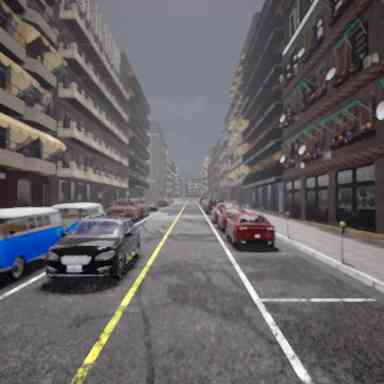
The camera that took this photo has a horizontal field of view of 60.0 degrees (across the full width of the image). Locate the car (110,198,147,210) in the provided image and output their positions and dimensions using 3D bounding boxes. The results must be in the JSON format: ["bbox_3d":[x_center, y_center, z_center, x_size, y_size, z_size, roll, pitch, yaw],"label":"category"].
[{"bbox_3d":[-5.290,1.455,26.489,2.192,1.841,5.009,1,0,0],"label":"car"}]

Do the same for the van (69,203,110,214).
[{"bbox_3d":[-5.291,1.418,15.429,1.690,1.788,3.998,1,0,0],"label":"van"}]

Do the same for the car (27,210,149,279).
[{"bbox_3d":[-2.751,1.540,10.246,2.128,1.511,4.902,0,0,0],"label":"car"}]

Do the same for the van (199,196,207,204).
[{"bbox_3d":[2.555,1.845,76.210,1.690,1.788,3.998,1,-1,0],"label":"van"}]

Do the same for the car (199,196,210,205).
[{"bbox_3d":[2.556,1.771,70.678,2.192,1.841,5.009,1,0,0],"label":"car"}]

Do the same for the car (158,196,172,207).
[{"bbox_3d":[-5.290,1.681,59.671,2.192,1.841,5.009,1,0,0],"label":"car"}]

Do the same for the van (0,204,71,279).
[{"bbox_3d":[-5.290,1.388,9.897,1.690,1.788,3.998,2,0,0],"label":"van"}]

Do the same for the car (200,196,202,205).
[{"bbox_3d":[2.553,1.723,48.553,1.967,1.590,4.097,1,0,0],"label":"car"}]

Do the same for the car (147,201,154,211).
[{"bbox_3d":[-5.290,1.489,32.019,2.192,1.841,5.009,1,0,0],"label":"car"}]

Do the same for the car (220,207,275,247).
[{"bbox_3d":[2.585,1.621,15.366,1.887,1.381,4.507,1,0,0],"label":"car"}]

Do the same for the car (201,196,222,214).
[{"bbox_3d":[2.556,1.523,37.490,2.192,1.841,5.009,1,0,0],"label":"car"}]

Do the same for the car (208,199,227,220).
[{"bbox_3d":[2.595,1.580,26.428,1.967,1.590,4.097,1,0,0],"label":"car"}]

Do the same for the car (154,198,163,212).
[{"bbox_3d":[-5.296,1.810,43.080,1.947,1.339,4.313,1,0,0],"label":"car"}]

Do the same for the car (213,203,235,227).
[{"bbox_3d":[2.585,1.652,20.896,1.887,1.381,4.507,1,0,0],"label":"car"}]
